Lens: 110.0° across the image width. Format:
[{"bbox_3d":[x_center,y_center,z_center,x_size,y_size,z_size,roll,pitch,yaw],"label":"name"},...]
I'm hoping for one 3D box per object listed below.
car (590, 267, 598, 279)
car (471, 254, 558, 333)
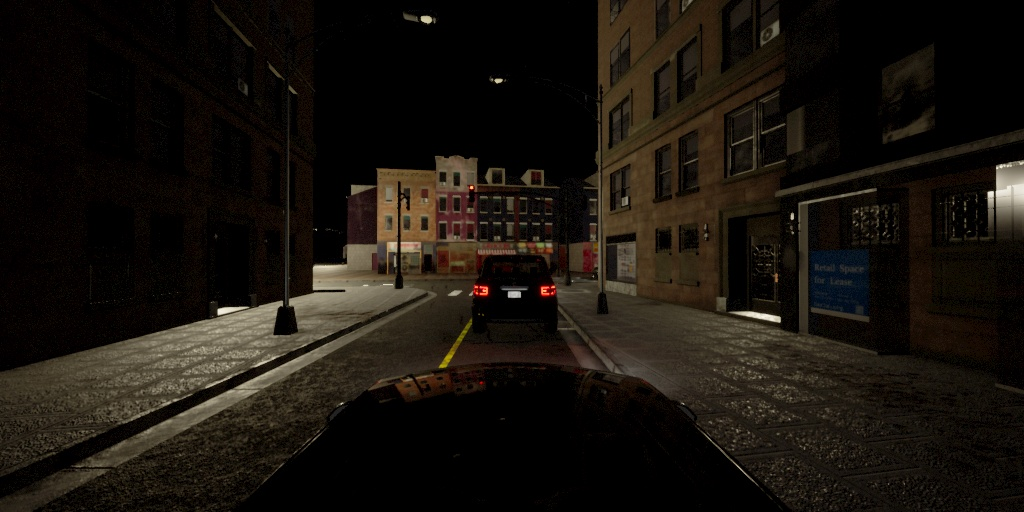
[{"bbox_3d":[8.889,1.089,29.869,4.553,1.767,2.097,0,0,-10],"label":"car"},{"bbox_3d":[0.097,0.972,10.864,2.150,2.045,5.566,0,0,1],"label":"car"}]
